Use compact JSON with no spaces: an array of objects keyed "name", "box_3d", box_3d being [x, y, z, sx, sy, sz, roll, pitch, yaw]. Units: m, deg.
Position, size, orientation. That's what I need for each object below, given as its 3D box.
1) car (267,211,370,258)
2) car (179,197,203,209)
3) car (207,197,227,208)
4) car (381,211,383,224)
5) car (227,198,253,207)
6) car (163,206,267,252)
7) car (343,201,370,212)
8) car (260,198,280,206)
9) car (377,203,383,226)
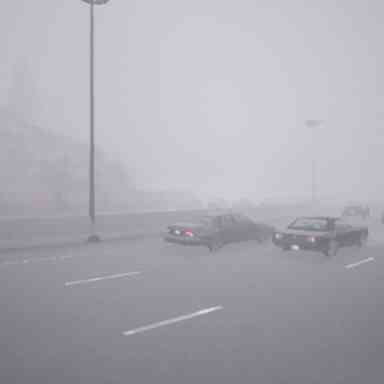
[{"name":"car","box_3d":[5.156,1.604,12.938,4.718,1.301,1.895,0,0,-44]},{"name":"car","box_3d":[-0.060,1.531,46.315,1.837,1.490,4.892,0,0,27]},{"name":"car","box_3d":[3.737,1.500,46.098,1.882,1.535,5.008,0,0,25]},{"name":"car","box_3d":[8.127,1.351,10.992,4.553,1.767,2.097,0,0,-44]},{"name":"car","box_3d":[6.892,1.511,44.660,2.128,1.511,4.902,0,0,25]},{"name":"car","box_3d":[1.337,1.555,14.121,5.357,1.411,2.033,0,0,-42]},{"name":"car","box_3d":[14.756,1.530,29.867,1.812,1.442,4.674,0,0,33]},{"name":"car","box_3d":[10.292,1.493,43.648,1.882,1.535,5.008,0,0,24]},{"name":"car","box_3d":[14.799,1.548,23.734,2.033,1.411,5.357,0,0,37]}]
